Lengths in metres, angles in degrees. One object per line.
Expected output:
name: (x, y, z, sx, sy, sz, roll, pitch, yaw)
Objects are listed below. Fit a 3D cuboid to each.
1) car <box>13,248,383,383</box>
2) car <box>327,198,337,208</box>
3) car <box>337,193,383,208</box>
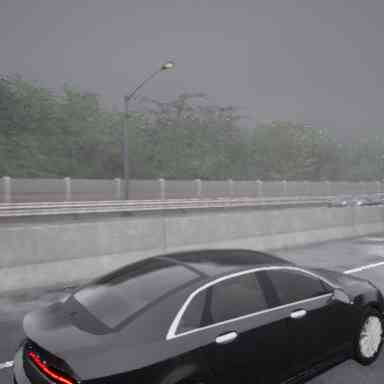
car: (0.561, 1.479, 4.136, 4.892, 1.490, 1.837, -1, 1, -35)
car: (17.052, 1.168, 36.947, 4.892, 1.490, 1.837, 0, 0, -34)
car: (16.676, 1.045, 32.492, 4.553, 1.767, 2.097, -1, 1, -34)
